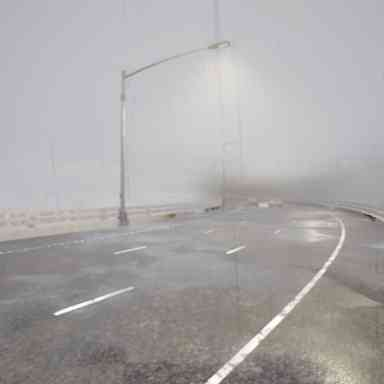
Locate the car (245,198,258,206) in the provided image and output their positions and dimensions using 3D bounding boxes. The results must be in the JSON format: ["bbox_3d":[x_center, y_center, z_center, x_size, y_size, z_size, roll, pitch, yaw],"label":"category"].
[{"bbox_3d":[10.301,1.721,57.456,2.033,1.411,5.357,0,0,5],"label":"car"}]

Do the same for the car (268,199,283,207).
[{"bbox_3d":[13.307,1.784,53.365,1.895,1.301,4.718,0,0,8],"label":"car"}]
